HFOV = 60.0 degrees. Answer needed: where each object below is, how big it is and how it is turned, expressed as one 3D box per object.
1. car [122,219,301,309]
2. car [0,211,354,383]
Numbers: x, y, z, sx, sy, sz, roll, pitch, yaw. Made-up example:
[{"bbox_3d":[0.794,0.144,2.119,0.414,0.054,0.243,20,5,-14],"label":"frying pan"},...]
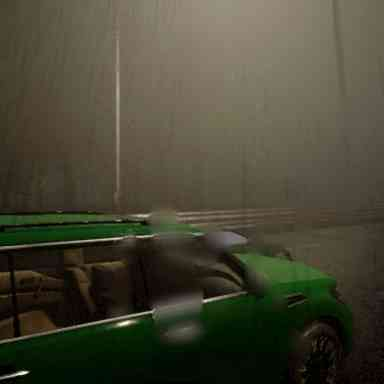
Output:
[{"bbox_3d":[0.601,1.549,8.423,4.181,1.385,1.994,0,0,-35],"label":"car"},{"bbox_3d":[-0.766,1.218,3.183,5.566,2.045,2.150,0,0,-35],"label":"car"}]
